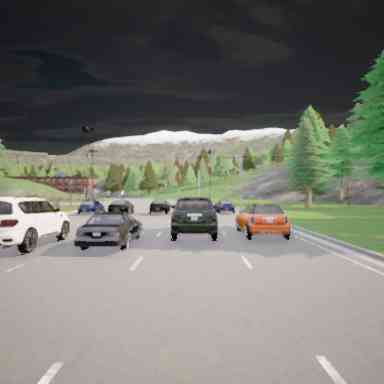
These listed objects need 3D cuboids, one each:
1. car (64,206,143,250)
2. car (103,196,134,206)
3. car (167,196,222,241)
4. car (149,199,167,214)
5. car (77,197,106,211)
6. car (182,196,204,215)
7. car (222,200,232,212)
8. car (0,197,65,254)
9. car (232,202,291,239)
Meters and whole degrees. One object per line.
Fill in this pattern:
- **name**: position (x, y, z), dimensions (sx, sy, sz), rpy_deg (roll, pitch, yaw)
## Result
- **car**: position (-3.396, 1.557, 14.351), dimensions (2.033, 1.411, 5.357), rpy_deg (0, 0, 0)
- **car**: position (-6.890, 1.498, 32.650), dimensions (1.882, 1.535, 5.008), rpy_deg (0, 0, 0)
- **car**: position (0.104, 1.232, 16.955), dimensions (2.150, 2.045, 5.566), rpy_deg (0, 0, 0)
- **car**: position (-3.395, 1.500, 35.431), dimensions (1.882, 1.535, 5.008), rpy_deg (0, 0, 0)
- **car**: position (-10.391, 1.548, 34.433), dimensions (1.812, 1.442, 4.674), rpy_deg (0, 0, 0)
- **car**: position (0.107, 1.375, 35.058), dimensions (2.097, 1.767, 4.553), rpy_deg (0, 0, 0)
- **car**: position (3.604, 1.548, 36.422), dimensions (1.812, 1.442, 4.674), rpy_deg (0, 0, 0)
- **car**: position (-6.896, 1.227, 13.585), dimensions (2.150, 2.045, 5.566), rpy_deg (0, 0, 0)
- **car**: position (3.604, 1.362, 17.538), dimensions (2.097, 1.767, 4.553), rpy_deg (0, 0, 0)
